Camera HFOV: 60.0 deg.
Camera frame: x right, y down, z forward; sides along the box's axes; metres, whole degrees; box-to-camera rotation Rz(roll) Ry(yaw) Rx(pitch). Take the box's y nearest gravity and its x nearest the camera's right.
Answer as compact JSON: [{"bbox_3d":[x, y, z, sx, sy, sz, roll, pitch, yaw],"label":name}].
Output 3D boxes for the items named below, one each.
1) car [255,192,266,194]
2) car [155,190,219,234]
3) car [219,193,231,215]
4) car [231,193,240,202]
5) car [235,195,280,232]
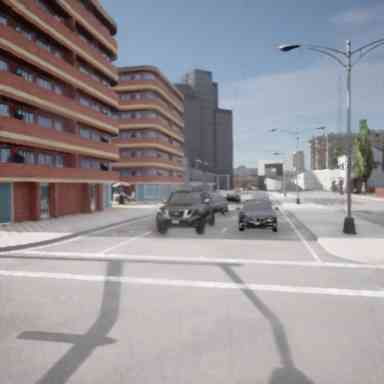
[{"bbox_3d":[8.015,0.742,39.130,1.812,1.442,4.674,0,1,12],"label":"car"},{"bbox_3d":[-0.158,0.909,17.401,2.150,2.045,5.566,0,1,12],"label":"car"},{"bbox_3d":[1.848,1.001,26.921,1.837,1.490,4.892,0,1,11],"label":"car"},{"bbox_3d":[5.019,0.802,41.846,1.895,1.301,4.718,0,1,12],"label":"car"},{"bbox_3d":[3.474,1.150,17.613,1.837,1.490,4.892,0,1,12],"label":"car"}]
